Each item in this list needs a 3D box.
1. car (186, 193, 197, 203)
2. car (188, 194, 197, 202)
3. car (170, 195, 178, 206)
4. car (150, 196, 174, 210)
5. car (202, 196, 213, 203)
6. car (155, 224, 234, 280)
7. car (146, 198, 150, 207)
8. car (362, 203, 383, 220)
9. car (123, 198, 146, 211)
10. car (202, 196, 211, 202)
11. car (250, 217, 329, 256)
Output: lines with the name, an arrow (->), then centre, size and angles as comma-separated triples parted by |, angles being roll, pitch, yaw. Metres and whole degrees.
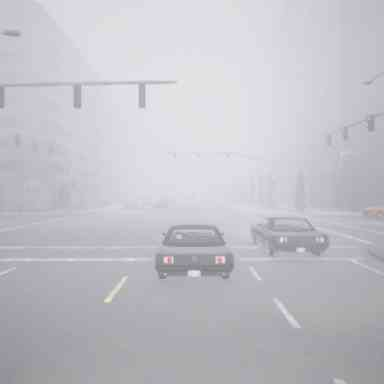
car -> -0.055, 1.271, 69.925 | 2.150, 2.045, 5.566 | 0, 0, 1
car -> 0.081, 1.409, 81.579 | 2.097, 1.767, 4.553 | 0, 0, 1
car -> -3.818, 1.541, 54.443 | 1.837, 1.490, 4.892 | 0, 0, 1
car -> -3.927, 1.577, 44.600 | 2.033, 1.411, 5.357 | 0, 0, 0
car -> 3.461, 1.642, 71.725 | 1.895, 1.301, 4.718 | 0, 0, 1
car -> 0.034, 1.607, 9.967 | 1.895, 1.301, 4.718 | 0, 0, -1
car -> -7.355, 1.583, 52.768 | 2.033, 1.411, 5.357 | 0, 0, 0
car -> 17.284, 1.551, 28.558 | 5.008, 1.535, 1.882 | 0, 0, 0
car -> -7.415, 1.533, 42.201 | 1.837, 1.490, 4.892 | 0, 0, 0
car -> 3.583, 1.606, 81.700 | 1.994, 1.385, 4.181 | 0, 0, 1
car -> 3.562, 1.623, 13.124 | 1.895, 1.301, 4.718 | 0, -1, 0
